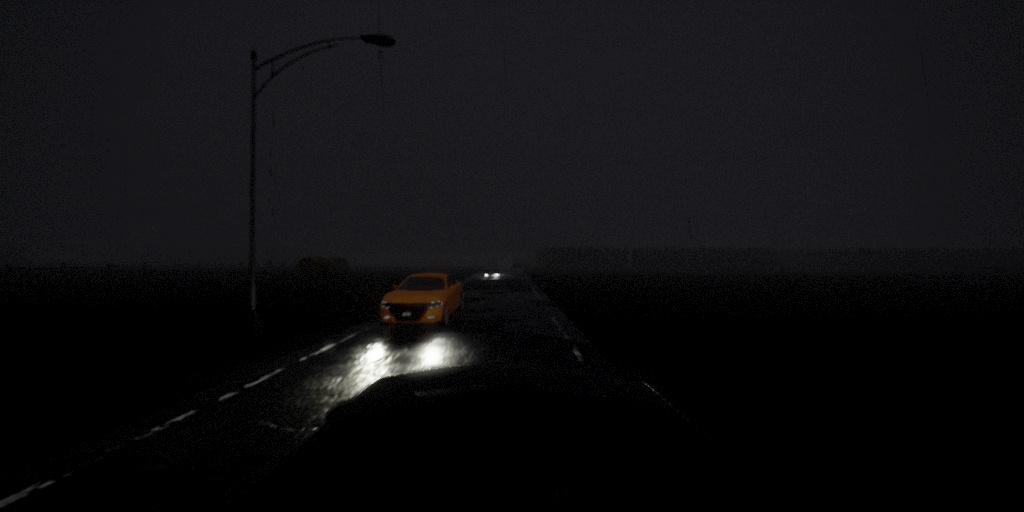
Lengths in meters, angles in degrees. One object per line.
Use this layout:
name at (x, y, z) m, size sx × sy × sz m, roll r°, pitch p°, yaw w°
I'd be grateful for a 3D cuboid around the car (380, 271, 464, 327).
car at (-2.825, 1.313, 12.172) m, size 1.882 × 1.535 × 5.008 m, roll 0°, pitch -1°, yaw 0°

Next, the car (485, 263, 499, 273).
car at (-2.795, 1.706, 50.858) m, size 1.895 × 1.301 × 4.718 m, roll 0°, pitch 0°, yaw 1°
